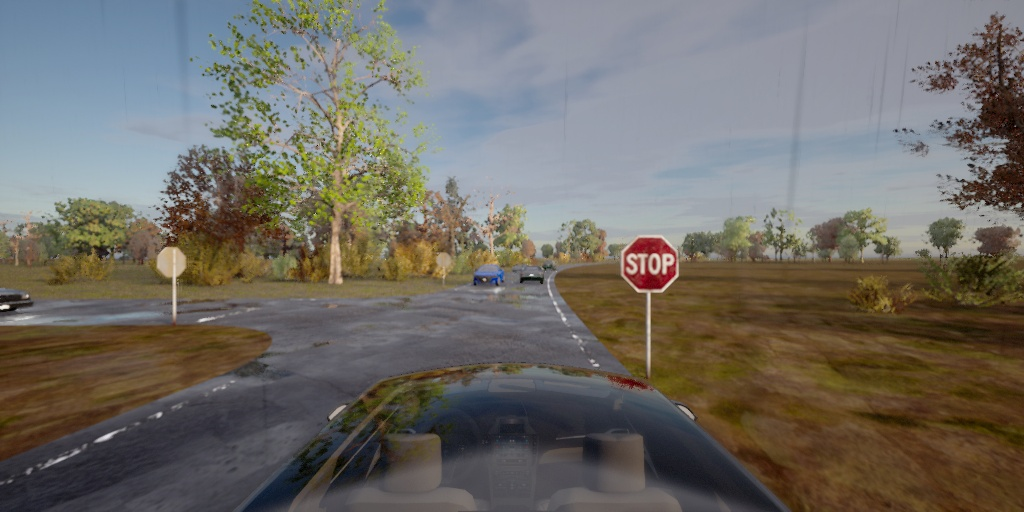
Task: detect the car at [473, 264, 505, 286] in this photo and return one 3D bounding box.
[{"bbox_3d":[-1.718,1.426,27.859,1.882,1.535,5.008,0,0,5],"label":"car"}]

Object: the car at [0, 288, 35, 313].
[{"bbox_3d":[-20.540,1.413,12.589,5.357,1.411,2.033,0,0,-1],"label":"car"}]

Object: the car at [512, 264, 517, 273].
[{"bbox_3d":[1.194,1.711,49.676,1.895,1.301,4.718,0,0,10],"label":"car"}]

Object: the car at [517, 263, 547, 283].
[{"bbox_3d":[1.810,1.538,31.019,1.994,1.385,4.181,0,0,6],"label":"car"}]

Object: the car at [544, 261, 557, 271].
[{"bbox_3d":[6.266,1.534,59.304,2.097,1.767,4.553,0,-1,12],"label":"car"}]
